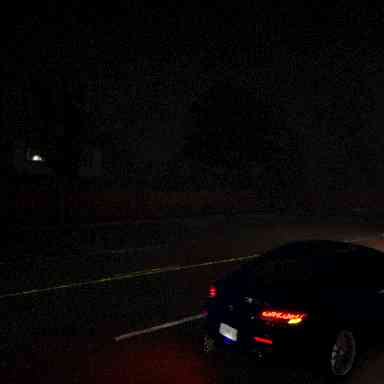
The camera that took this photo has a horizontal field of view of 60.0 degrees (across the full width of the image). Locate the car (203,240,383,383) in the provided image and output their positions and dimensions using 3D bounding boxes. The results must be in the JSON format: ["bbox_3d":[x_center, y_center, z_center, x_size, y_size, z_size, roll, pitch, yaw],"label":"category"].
[{"bbox_3d":[2.315,1.527,5.391,4.674,1.442,1.812,0,0,-35],"label":"car"}]
